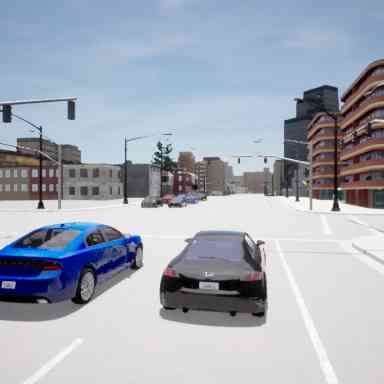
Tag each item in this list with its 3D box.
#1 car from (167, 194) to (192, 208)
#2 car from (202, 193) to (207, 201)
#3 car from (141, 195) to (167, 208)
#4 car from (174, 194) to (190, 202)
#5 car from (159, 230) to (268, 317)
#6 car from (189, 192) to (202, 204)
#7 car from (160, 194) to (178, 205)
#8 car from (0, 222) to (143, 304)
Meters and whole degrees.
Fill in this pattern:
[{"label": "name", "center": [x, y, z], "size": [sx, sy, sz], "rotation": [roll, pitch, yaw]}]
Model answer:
[{"label": "car", "center": [-1.909, 1.409, 46.874], "size": [2.033, 1.411, 5.357], "rotation": [0, 1, 11]}, {"label": "car", "center": [1.890, 1.052, 66.101], "size": [1.837, 1.490, 4.892], "rotation": [0, 1, 12]}, {"label": "car", "center": [-5.545, 1.230, 46.498], "size": [2.097, 1.767, 4.553], "rotation": [0, 1, 11]}, {"label": "car", "center": [-1.872, 1.125, 65.114], "size": [2.033, 1.411, 5.357], "rotation": [0, 1, 11]}, {"label": "car", "center": [0.692, 1.564, 7.624], "size": [1.994, 1.385, 4.181], "rotation": [0, 0, 12]}, {"label": "car", "center": [-0.072, 1.249, 56.279], "size": [1.812, 1.442, 4.674], "rotation": [0, 1, 11]}, {"label": "car", "center": [-3.781, 1.226, 55.464], "size": [1.882, 1.535, 5.008], "rotation": [0, 1, 11]}, {"label": "car", "center": [-2.745, 1.478, 8.271], "size": [1.882, 1.535, 5.008], "rotation": [0, 0, 11]}]
